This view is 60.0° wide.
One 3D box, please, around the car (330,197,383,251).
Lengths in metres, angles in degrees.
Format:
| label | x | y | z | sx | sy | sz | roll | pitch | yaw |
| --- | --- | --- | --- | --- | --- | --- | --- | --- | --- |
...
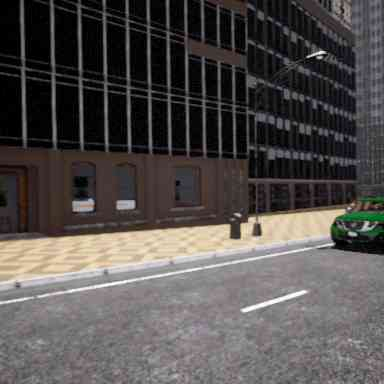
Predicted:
| label | x | y | z | sx | sy | sz | roll | pitch | yaw |
| --- | --- | --- | --- | --- | --- | --- | --- | --- | --- |
| car | 8.145 | 1.232 | 14.237 | 5.566 | 2.045 | 2.150 | 0 | 0 | -40 |

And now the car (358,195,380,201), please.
| label | x | y | z | sx | sy | sz | roll | pitch | yaw |
| --- | --- | --- | --- | --- | --- | --- | --- | --- | --- |
| car | 41.275 | 1.447 | 77.553 | 1.802 | 1.307 | 4.206 | -1 | 1 | -45 |
